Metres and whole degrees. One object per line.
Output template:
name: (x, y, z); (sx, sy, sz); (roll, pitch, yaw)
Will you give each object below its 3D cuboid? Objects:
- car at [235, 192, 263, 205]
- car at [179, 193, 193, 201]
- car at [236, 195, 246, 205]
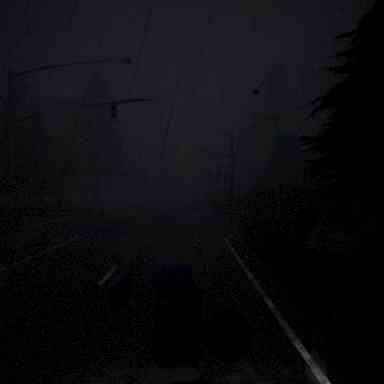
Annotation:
car: (8.430, 0.904, 49.238); (3.866, 1.878, 1.905); (0, 0, -1)
car: (-0.944, 1.149, 71.344); (2.033, 1.411, 5.357); (0, 0, -7)
car: (8.845, 0.914, 46.728); (4.605, 1.855, 1.932); (0, 0, -1)
